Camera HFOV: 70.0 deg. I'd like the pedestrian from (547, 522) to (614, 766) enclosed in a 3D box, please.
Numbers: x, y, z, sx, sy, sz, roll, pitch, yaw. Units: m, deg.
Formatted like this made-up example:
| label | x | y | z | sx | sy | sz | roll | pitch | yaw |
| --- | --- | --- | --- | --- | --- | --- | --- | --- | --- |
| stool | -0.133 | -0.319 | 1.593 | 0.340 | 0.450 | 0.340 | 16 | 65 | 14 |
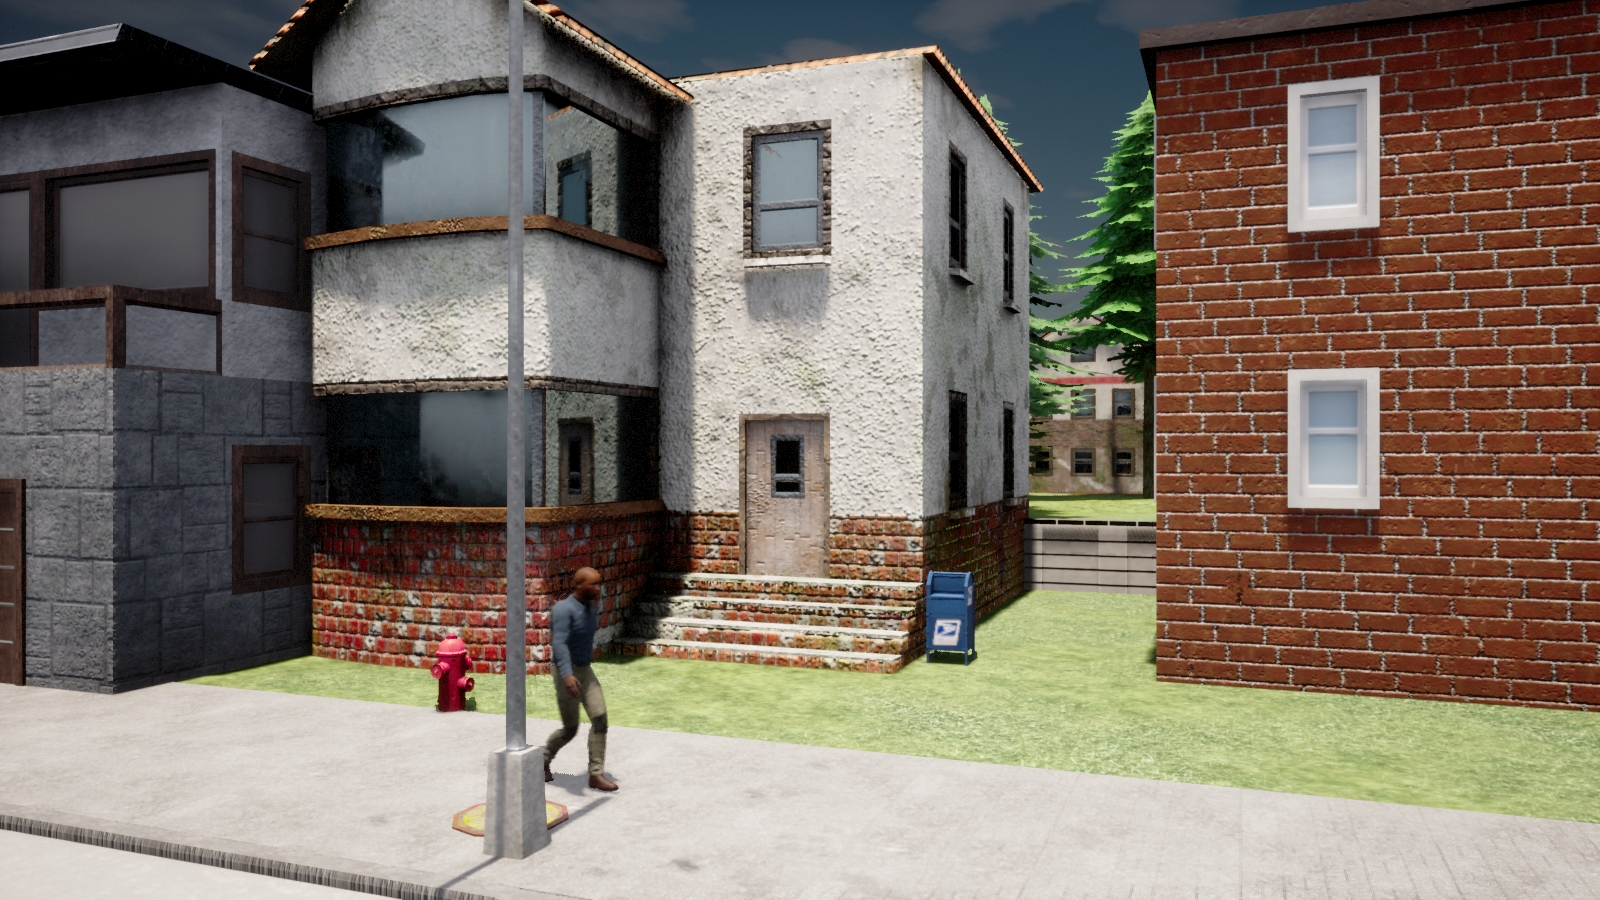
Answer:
| label | x | y | z | sx | sy | sz | roll | pitch | yaw |
| --- | --- | --- | --- | --- | --- | --- | --- | --- | --- |
| pedestrian | -1.752 | 1.524 | 9.137 | 0.375 | 1.860 | 0.375 | 0 | 0 | 32 |
